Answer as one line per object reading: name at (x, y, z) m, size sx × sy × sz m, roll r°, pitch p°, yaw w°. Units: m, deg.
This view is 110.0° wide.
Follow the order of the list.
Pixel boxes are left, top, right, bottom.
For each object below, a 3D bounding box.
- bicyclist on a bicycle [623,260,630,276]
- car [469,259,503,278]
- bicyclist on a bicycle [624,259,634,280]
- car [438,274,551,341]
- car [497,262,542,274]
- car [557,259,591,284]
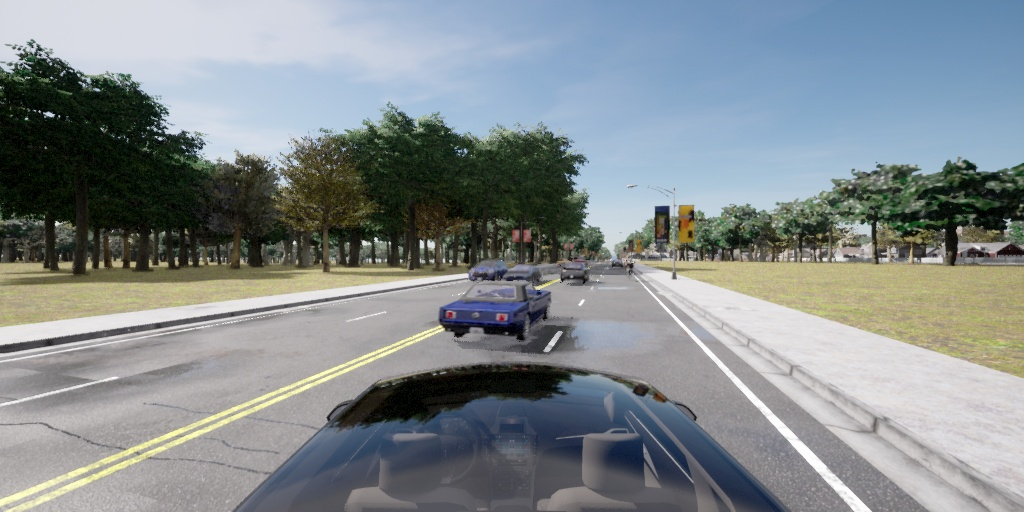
bicyclist on a bicycle at (12.127, 1.219, 37.969) m, size 0.582 × 1.620 × 1.656 m, roll 0°, pitch 0°, yaw 16°
car at (-1.770, 1.113, 28.558) m, size 2.097 × 1.767 × 4.553 m, roll 0°, pitch 0°, yaw 16°
bicyclist on a bicycle at (9.569, 1.131, 29.103) m, size 0.659 × 1.776 × 1.843 m, roll 0°, pitch 0°, yaw 16°
car at (-0.149, 1.353, 10.004) m, size 1.895 × 1.301 × 4.718 m, roll 0°, pitch 0°, yaw 16°
car at (0.910, 1.307, 26.120) m, size 2.033 × 1.411 × 5.357 m, roll 0°, pitch 0°, yaw 16°
car at (4.882, 1.252, 27.437) m, size 2.128 × 1.511 × 4.902 m, roll 0°, pitch 0°, yaw 16°
